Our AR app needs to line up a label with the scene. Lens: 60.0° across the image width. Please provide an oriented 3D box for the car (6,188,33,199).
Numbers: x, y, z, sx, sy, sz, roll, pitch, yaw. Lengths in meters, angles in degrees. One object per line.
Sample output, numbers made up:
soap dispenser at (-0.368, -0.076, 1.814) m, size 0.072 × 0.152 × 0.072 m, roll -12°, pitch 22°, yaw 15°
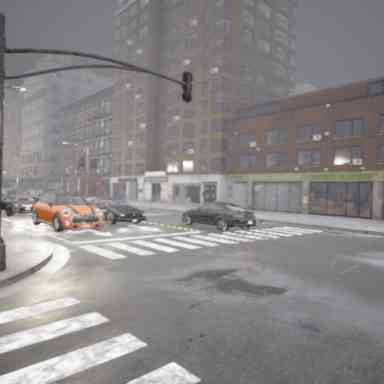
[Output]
car at (-23.841, 0.196, 45.862) m, size 2.033 × 1.411 × 5.357 m, roll 1°, pitch 1°, yaw -42°

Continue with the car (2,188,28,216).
car at (-12.071, 0.741, 22.936) m, size 2.128 × 1.511 × 4.902 m, roll 1°, pitch 1°, yaw -42°

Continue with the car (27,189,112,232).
car at (-6.150, 0.861, 16.417) m, size 2.097 × 1.767 × 4.553 m, roll 1°, pitch 1°, yaw -42°

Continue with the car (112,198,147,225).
car at (-4.837, 1.062, 19.799) m, size 2.033 × 1.411 × 5.357 m, roll 1°, pitch 1°, yaw -42°

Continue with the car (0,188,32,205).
car at (-18.514, 0.429, 34.879) m, size 1.837 × 1.490 × 4.892 m, roll 1°, pitch 1°, yaw -42°

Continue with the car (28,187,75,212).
car at (-11.554, 0.574, 27.208) m, size 2.097 × 1.767 × 4.553 m, roll 1°, pitch 1°, yaw -42°

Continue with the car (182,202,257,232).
car at (1.406, 1.260, 18.130) m, size 1.812 × 1.442 × 4.674 m, roll 3°, pitch 0°, yaw -40°
